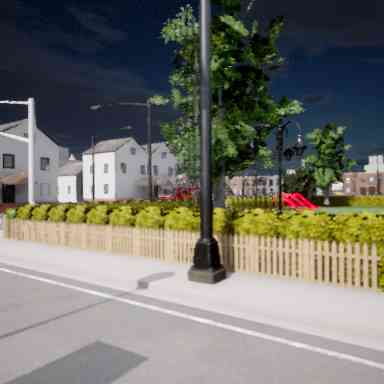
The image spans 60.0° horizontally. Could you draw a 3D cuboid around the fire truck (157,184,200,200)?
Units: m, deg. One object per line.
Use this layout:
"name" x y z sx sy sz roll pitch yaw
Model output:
"fire truck" -1.656 0.679 51.522 2.891 3.827 8.468 -1 0 35
